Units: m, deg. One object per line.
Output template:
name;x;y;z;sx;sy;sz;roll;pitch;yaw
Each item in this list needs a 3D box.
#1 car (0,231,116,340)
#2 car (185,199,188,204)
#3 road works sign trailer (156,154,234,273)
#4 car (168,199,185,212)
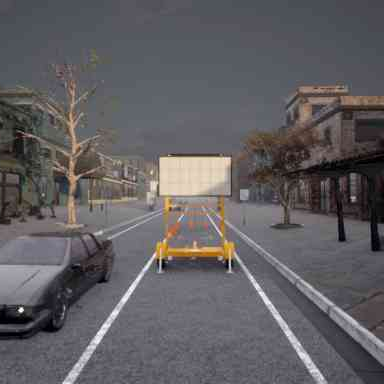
car;-3.035;1.582;7.116;2.033;1.411;5.357;0;-1;0
car;-2.149;2.470;86.901;2.128;1.511;4.902;0;0;1
road works sign trailer;0.105;0.552;10.933;2.380;3.560;2.880;0;-1;1
car;-2.616;2.152;49.188;2.128;1.511;4.902;0;-1;1
